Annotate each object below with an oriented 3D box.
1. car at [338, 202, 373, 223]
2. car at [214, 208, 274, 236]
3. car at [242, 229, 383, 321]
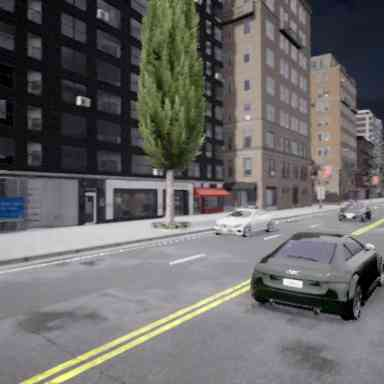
[{"bbox_3d":[13.211,1.602,26.749,2.128,1.511,4.902,-1,-1,37],"label":"car"},{"bbox_3d":[3.051,1.650,18.707,1.812,1.442,4.674,-1,-1,37],"label":"car"},{"bbox_3d":[3.014,1.603,7.544,1.994,1.385,4.181,-1,-1,37],"label":"car"}]
